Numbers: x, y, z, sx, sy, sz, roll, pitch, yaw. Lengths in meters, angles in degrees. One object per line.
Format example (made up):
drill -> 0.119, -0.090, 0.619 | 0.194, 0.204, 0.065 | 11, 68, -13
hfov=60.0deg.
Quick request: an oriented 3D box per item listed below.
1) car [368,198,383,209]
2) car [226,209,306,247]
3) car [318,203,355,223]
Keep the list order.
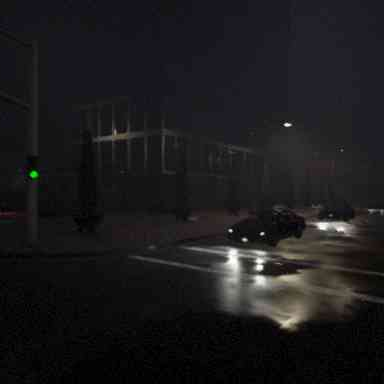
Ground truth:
car -> 24.721, 1.502, 44.065 | 2.033, 1.411, 5.357 | 1, 0, 36
car -> 3.638, 1.498, 15.274 | 2.033, 1.411, 5.357 | 1, 0, 36
car -> 11.201, 1.514, 25.660 | 1.994, 1.385, 4.181 | 1, 1, 36
